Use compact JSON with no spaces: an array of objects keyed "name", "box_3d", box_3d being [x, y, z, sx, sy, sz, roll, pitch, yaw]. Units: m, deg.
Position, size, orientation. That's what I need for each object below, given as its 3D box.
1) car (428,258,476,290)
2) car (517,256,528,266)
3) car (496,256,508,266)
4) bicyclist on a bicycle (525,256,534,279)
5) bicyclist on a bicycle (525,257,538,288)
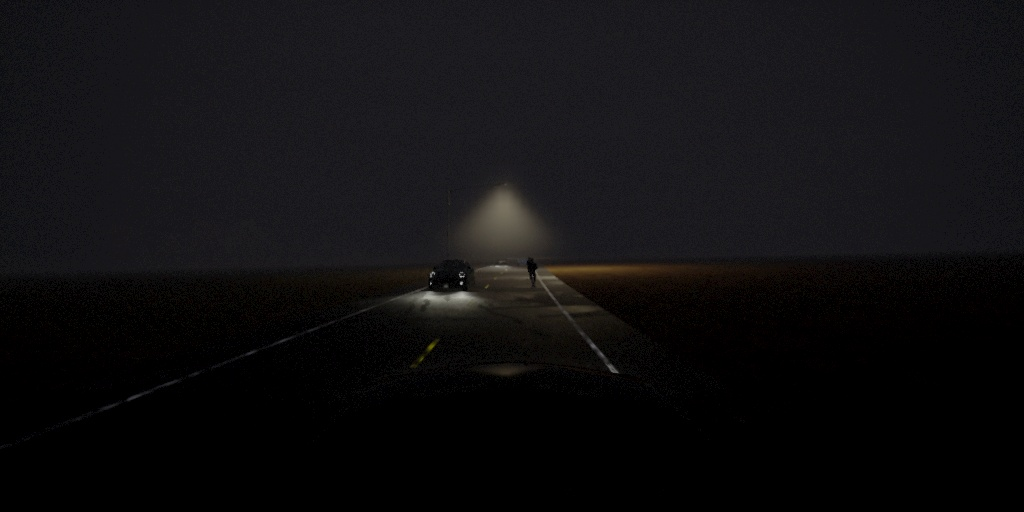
[{"name":"car","box_3d":[-3.365,0.956,20.766,2.097,1.767,4.553,0,1,2]},{"name":"car","box_3d":[1.823,0.887,59.171,2.033,1.411,5.357,0,0,3]},{"name":"car","box_3d":[-1.690,0.812,60.728,2.128,1.511,4.902,0,0,3]},{"name":"bicyclist on a bicycle","box_3d":[1.417,0.923,29.451,0.659,1.776,1.843,0,1,2]},{"name":"bicyclist on a bicycle","box_3d":[1.171,0.987,20.484,0.659,1.776,1.843,0,1,1]}]
